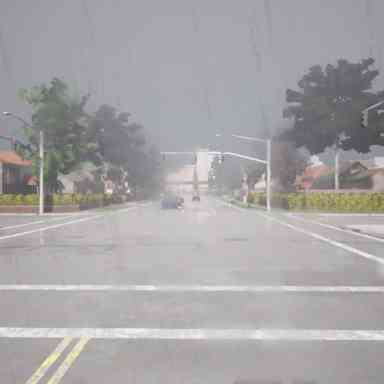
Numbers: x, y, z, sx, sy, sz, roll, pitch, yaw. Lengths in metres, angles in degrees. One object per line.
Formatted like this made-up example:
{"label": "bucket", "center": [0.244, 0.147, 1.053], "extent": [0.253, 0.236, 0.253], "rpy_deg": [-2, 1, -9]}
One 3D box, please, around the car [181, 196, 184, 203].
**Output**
{"label": "car", "center": [-2.775, 1.352, 52.588], "extent": [2.097, 1.767, 4.553], "rpy_deg": [0, 0, 0]}

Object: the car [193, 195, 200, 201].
{"label": "car", "center": [1.082, 1.514, 89.442], "extent": [1.812, 1.442, 4.674], "rpy_deg": [0, 0, 0]}

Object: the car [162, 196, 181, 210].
{"label": "car", "center": [-2.847, 1.477, 43.235], "extent": [1.882, 1.535, 5.008], "rpy_deg": [0, 0, 0]}

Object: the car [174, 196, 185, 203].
{"label": "car", "center": [-2.577, 1.547, 68.524], "extent": [2.033, 1.411, 5.357], "rpy_deg": [0, 0, 1]}

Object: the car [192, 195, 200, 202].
{"label": "car", "center": [1.008, 1.500, 79.044], "extent": [1.837, 1.490, 4.892], "rpy_deg": [0, 0, 0]}
